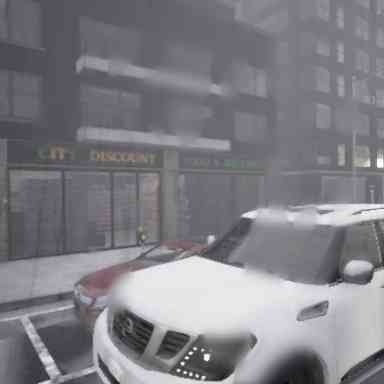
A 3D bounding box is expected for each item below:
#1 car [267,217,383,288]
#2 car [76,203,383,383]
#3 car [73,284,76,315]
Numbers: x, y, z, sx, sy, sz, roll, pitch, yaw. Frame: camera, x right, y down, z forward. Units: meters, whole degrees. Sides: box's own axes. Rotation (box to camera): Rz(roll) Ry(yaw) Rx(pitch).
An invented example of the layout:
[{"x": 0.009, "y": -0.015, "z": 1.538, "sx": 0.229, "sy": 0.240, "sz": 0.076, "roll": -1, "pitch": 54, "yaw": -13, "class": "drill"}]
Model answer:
[{"x": 4.399, "y": 1.542, "z": 9.681, "sx": 4.313, "sy": 1.339, "sz": 1.947, "roll": 0, "pitch": 0, "yaw": -36, "class": "car"}, {"x": 1.600, "y": 1.213, "z": 4.509, "sx": 5.566, "sy": 2.045, "sz": 2.150, "roll": 0, "pitch": 0, "yaw": -35, "class": "car"}, {"x": -0.103, "y": 1.572, "z": 6.468, "sx": 4.206, "sy": 1.307, "sz": 1.802, "roll": 0, "pitch": 0, "yaw": -35, "class": "car"}]
